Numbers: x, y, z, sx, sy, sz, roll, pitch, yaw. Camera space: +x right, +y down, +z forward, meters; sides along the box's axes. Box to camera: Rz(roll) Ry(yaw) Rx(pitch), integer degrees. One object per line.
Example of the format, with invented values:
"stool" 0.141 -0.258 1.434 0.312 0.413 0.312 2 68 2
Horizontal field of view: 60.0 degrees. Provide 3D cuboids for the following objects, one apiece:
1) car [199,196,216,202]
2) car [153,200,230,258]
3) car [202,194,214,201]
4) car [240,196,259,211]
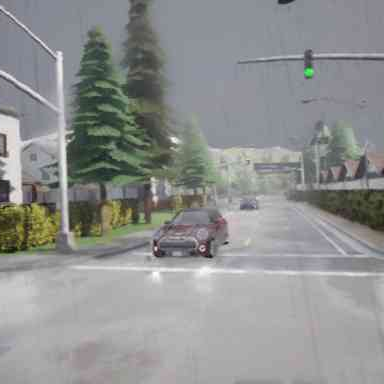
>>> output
"car" 3.848 1.674 80.500 3.806 1.475 1.970 -2 0 13
"car" 0.114 1.431 13.076 2.097 1.767 4.553 -2 0 16
"car" 2.463 1.428 77.413 3.866 1.878 1.905 -2 0 13
"car" 7.099 1.310 40.912 2.097 1.767 4.553 -2 0 14
